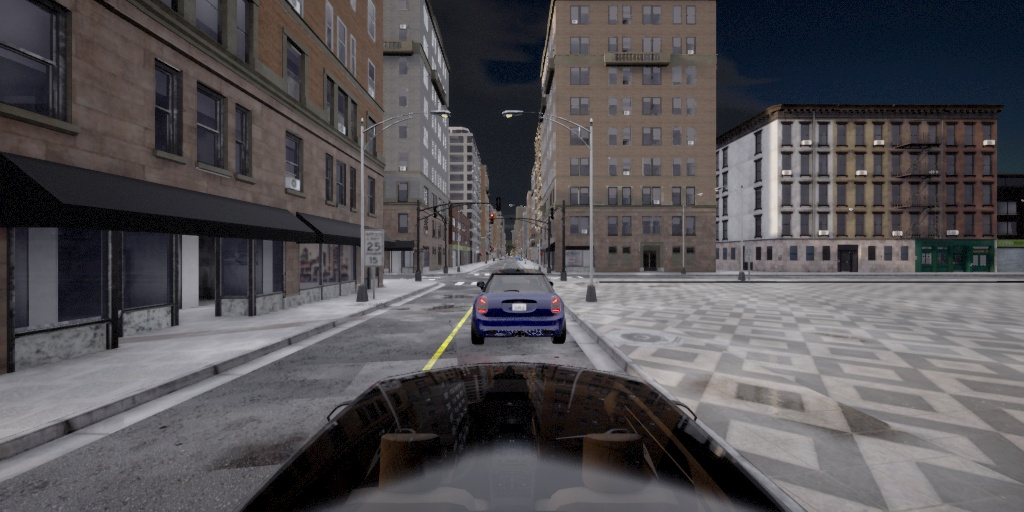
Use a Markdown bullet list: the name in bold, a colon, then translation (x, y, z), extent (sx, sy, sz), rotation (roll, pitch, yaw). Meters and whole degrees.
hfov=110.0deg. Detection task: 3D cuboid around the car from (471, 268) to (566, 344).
- **car**: translation (0.100, 1.102, 9.716), extent (2.097, 1.767, 4.553), rotation (0, 0, -1)
